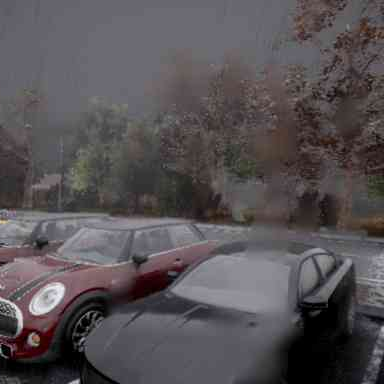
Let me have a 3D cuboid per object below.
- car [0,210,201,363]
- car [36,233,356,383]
[{"bbox_3d":[-1.368,1.332,6.158,2.185,1.767,4.553,0,0,35],"label":"car"},{"bbox_3d":[0.877,1.471,4.526,2.097,1.535,5.008,0,0,35],"label":"car"}]
